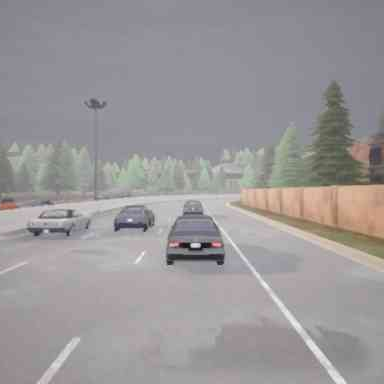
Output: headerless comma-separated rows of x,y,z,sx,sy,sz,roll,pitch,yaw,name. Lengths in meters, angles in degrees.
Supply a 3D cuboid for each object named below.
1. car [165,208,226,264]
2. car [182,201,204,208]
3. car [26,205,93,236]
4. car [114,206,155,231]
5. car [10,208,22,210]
0.096,1.520,11.714,2.033,1.411,5.357,0,0,0,car
0.091,1.477,30.234,2.033,1.411,5.357,0,0,0,car
-6.906,1.558,17.968,1.895,1.301,4.718,0,0,0,car
-3.406,1.516,20.288,1.994,1.385,4.181,0,0,0,car
-14.105,1.433,30.095,1.837,1.490,4.892,0,0,0,car
